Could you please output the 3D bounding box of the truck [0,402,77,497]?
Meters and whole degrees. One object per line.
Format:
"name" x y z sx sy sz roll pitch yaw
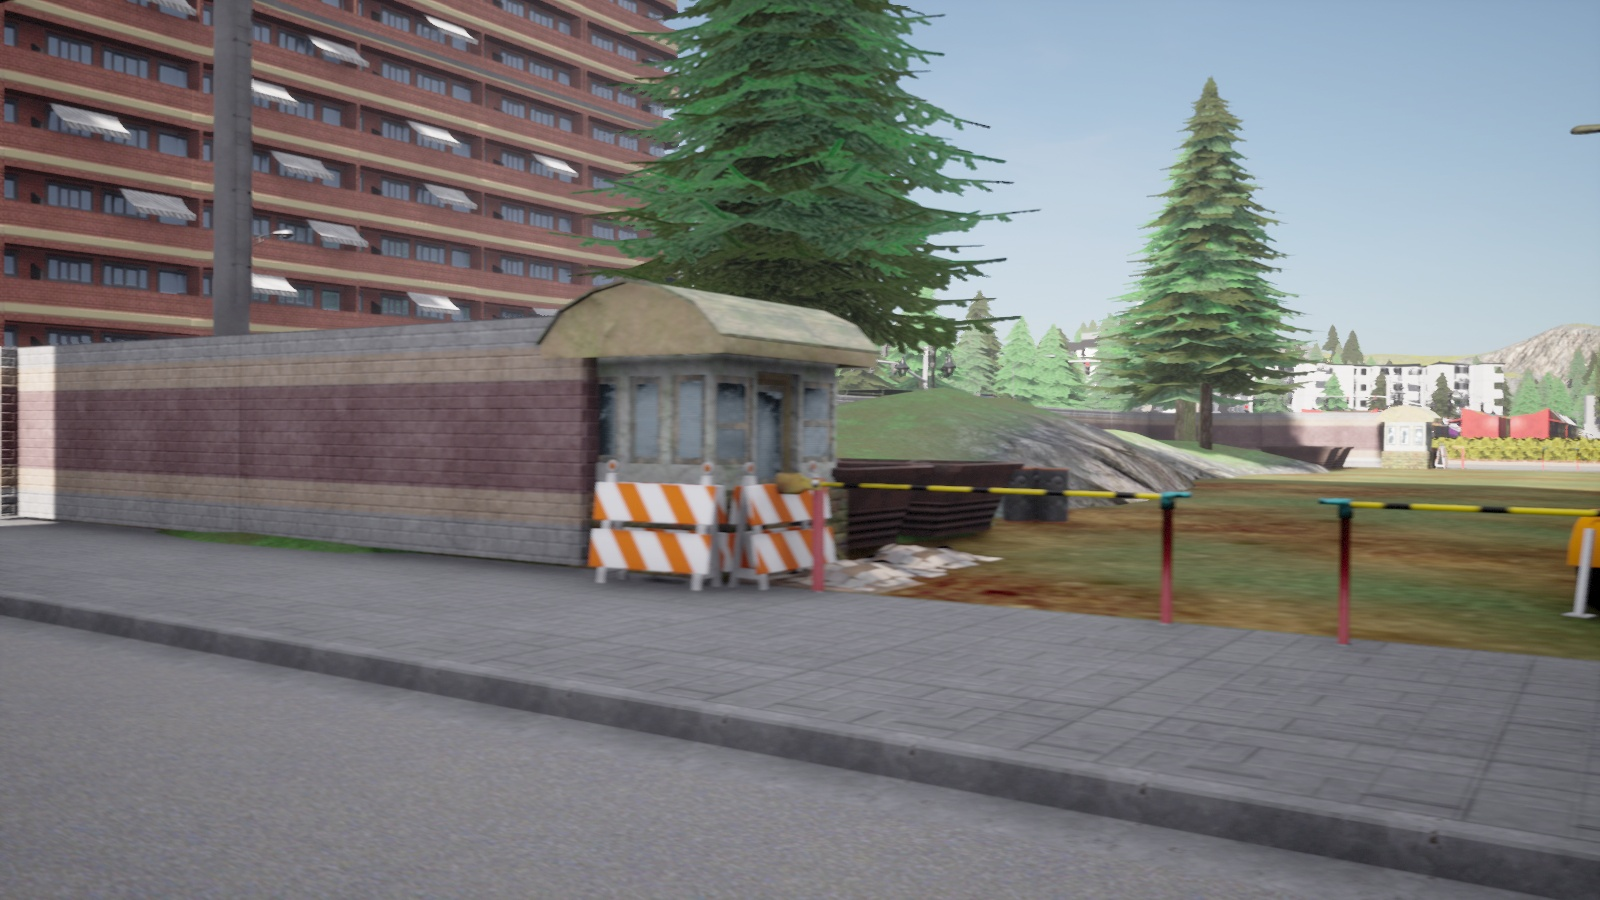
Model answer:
"truck" -22.193 0.000 32.690 2.627 2.467 5.204 0 1 33

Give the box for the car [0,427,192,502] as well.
"car" -18.359 0.317 32.153 2.097 1.767 4.553 0 1 33
